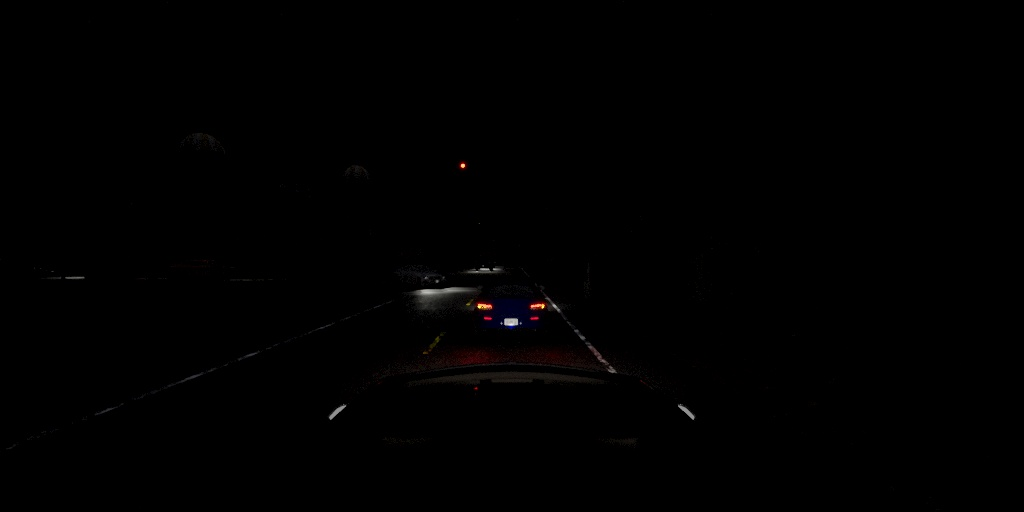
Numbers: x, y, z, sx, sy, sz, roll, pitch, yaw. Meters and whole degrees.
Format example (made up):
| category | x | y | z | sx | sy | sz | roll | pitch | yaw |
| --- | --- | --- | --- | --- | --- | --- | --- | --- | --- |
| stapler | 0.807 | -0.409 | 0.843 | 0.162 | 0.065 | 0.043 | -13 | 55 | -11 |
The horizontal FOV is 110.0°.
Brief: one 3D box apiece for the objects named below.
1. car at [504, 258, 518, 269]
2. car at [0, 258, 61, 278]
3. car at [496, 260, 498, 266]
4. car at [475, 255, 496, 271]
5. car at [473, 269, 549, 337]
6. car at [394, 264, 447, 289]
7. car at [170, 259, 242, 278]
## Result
| category | x | y | z | sx | sy | sz | roll | pitch | yaw |
| --- | --- | --- | --- | --- | --- | --- | --- | --- | --- |
| car | -0.139 | 1.270 | 54.376 | 1.994 | 1.385 | 4.181 | 0 | 0 | 0 |
| car | -38.672 | 0.893 | 28.246 | 4.902 | 1.511 | 2.128 | 0 | 0 | 0 |
| car | -3.808 | 1.299 | 59.597 | 1.895 | 1.301 | 4.718 | 0 | 0 | 0 |
| car | -3.787 | 0.934 | 49.824 | 2.150 | 2.045 | 5.566 | 0 | 0 | 0 |
| car | -0.029 | 1.274 | 10.129 | 1.812 | 1.442 | 4.674 | 0 | 0 | 0 |
| car | -6.122 | 1.261 | 23.564 | 1.812 | 1.442 | 4.674 | 1 | 0 | -43 |
| car | -24.175 | 1.015 | 28.380 | 5.008 | 1.535 | 1.882 | 0 | 0 | -1 |
